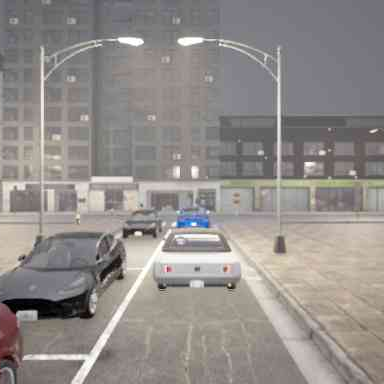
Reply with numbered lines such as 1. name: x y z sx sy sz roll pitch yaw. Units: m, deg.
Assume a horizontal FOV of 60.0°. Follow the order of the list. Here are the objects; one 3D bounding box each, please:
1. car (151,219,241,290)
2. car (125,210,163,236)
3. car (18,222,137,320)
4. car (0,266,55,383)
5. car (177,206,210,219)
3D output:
1. car: 0.110 1.654 9.201 1.895 1.301 4.718 0 0 0
2. car: -2.620 1.671 18.389 1.947 1.339 4.313 0 0 0
3. car: -2.632 1.609 7.485 1.947 1.339 4.313 0 0 0
4. car: -2.638 1.594 2.032 1.802 1.307 4.206 0 0 0
5. car: 0.075 1.593 20.326 1.882 1.535 5.008 0 0 -1
